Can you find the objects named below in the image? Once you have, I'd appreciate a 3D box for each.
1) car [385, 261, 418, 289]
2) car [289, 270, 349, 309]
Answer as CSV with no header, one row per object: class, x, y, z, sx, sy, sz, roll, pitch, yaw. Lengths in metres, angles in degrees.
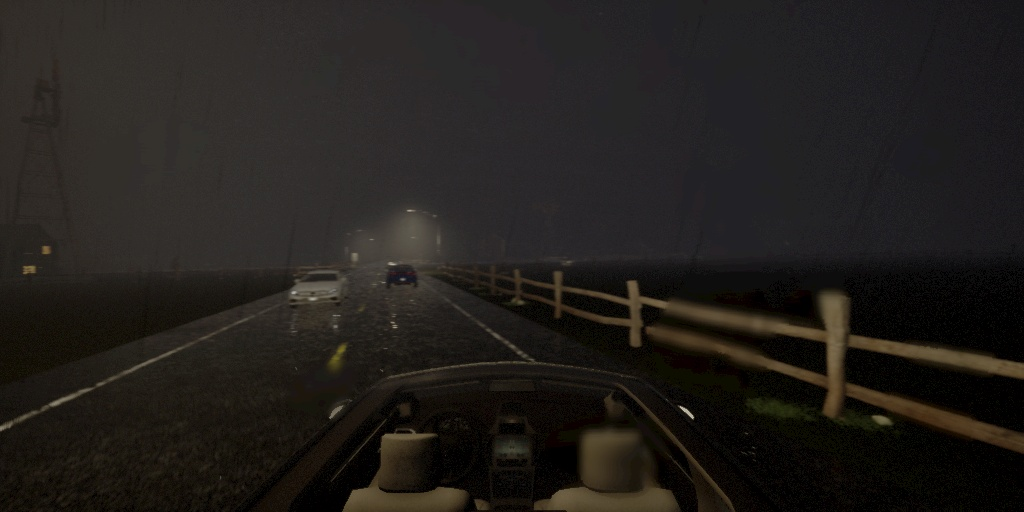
car,-7.447,1.276,24.165,1.882,1.535,5.008,-1,0,-19
car,-8.362,1.365,15.887,1.812,1.442,4.674,-1,0,-19
